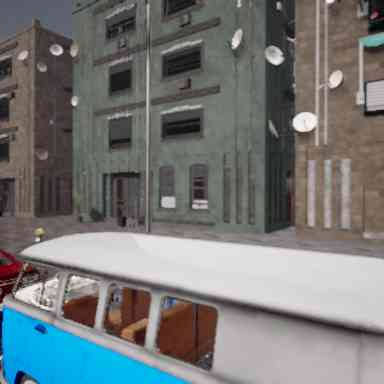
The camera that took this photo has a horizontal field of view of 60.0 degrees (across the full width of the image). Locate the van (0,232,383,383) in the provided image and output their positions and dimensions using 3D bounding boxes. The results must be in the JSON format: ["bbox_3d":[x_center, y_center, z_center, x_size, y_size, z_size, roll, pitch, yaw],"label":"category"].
[{"bbox_3d":[-0.110,1.346,2.947,3.998,1.788,1.690,0,0,36],"label":"van"}]
